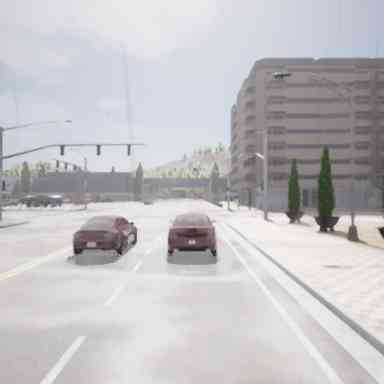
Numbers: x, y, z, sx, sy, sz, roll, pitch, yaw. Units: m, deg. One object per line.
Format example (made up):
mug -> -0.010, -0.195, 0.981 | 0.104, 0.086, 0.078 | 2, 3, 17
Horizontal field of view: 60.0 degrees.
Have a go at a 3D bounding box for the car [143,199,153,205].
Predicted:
car -> -10.489, 2.446, 79.668 | 1.994, 1.385, 4.181 | 0, -1, 0

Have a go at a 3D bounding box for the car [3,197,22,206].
car -> -36.022, 2.131, 65.619 | 1.970, 1.475, 3.806 | 0, -1, 0

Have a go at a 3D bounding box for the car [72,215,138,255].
car -> -3.477, 1.682, 13.868 | 1.812, 1.442, 4.674 | 0, 0, 0

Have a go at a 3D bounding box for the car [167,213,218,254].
car -> 0.026, 1.638, 14.212 | 1.882, 1.535, 5.008 | 0, 0, 0

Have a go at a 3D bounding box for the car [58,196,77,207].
car -> -30.199, 2.300, 80.699 | 1.970, 1.475, 3.806 | 0, -1, 0

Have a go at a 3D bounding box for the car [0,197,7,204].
car -> -47.096, 2.057, 80.674 | 1.932, 1.855, 4.605 | 0, -1, 0
